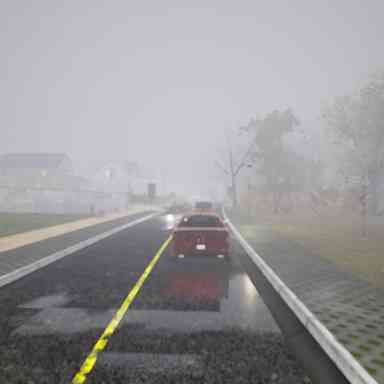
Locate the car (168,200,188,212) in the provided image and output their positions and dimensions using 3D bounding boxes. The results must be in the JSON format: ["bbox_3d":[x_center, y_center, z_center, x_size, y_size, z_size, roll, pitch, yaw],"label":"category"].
[{"bbox_3d":[-1.340,1.588,35.654,1.895,1.301,4.718,0,0,4],"label":"car"}]

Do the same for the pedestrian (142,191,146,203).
[{"bbox_3d":[-7.200,0.779,50.185,0.375,1.860,0.375,0,-3,4],"label":"pedestrian"}]

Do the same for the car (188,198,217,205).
[{"bbox_3d":[0.977,1.479,26.976,1.837,1.490,4.892,0,0,3],"label":"car"}]

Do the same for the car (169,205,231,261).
[{"bbox_3d":[0.328,1.454,12.200,1.882,1.535,5.008,0,0,1],"label":"car"}]

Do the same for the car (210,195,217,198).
[{"bbox_3d":[5.654,1.658,89.373,1.812,1.442,4.674,0,0,10],"label":"car"}]
